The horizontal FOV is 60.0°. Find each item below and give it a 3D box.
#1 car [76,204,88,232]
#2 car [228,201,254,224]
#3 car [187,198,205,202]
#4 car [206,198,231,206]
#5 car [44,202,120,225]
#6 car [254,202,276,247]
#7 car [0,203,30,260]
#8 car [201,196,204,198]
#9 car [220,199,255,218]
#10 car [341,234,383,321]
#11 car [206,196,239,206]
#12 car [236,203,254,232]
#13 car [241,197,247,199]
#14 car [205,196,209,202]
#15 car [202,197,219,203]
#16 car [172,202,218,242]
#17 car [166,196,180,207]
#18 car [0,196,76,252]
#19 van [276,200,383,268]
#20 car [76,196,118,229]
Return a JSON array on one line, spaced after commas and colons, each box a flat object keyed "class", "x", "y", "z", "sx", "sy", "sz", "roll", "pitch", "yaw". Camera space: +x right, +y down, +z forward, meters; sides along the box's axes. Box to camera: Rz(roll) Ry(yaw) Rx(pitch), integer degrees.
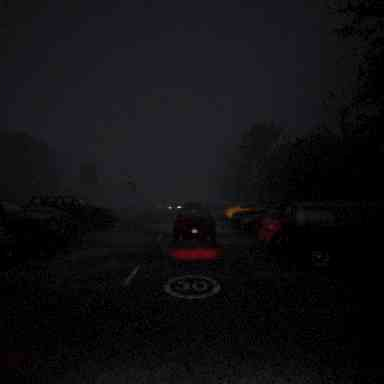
[{"class": "car", "x": -7.978, "y": 1.498, "z": 16.142, "sx": 4.892, "sy": 1.521, "sz": 2.231, "roll": 0, "pitch": 0, "yaw": 0}, {"class": "car", "x": 5.110, "y": 1.519, "z": 21.716, "sx": 5.008, "sy": 1.535, "sz": 2.097, "roll": 0, "pitch": 0, "yaw": 0}, {"class": "car", "x": 0.148, "y": 1.654, "z": 34.951, "sx": 1.837, "sy": 1.490, "sz": 4.892, "roll": 0, "pitch": -1, "yaw": 0}, {"class": "car", "x": 5.193, "y": 1.980, "z": 65.465, "sx": 4.674, "sy": 1.452, "sz": 2.002, "roll": 0, "pitch": -1, "yaw": 0}, {"class": "car", "x": -7.975, "y": 1.539, "z": 24.547, "sx": 4.892, "sy": 1.521, "sz": 2.231, "roll": 0, "pitch": 0, "yaw": 0}, {"class": "car", "x": 5.061, "y": 1.365, "z": 13.361, "sx": 4.553, "sy": 1.767, "sz": 2.185, "roll": 0, "pitch": 0, "yaw": 0}, {"class": "car", "x": -8.022, "y": 1.361, "z": 10.536, "sx": 4.553, "sy": 1.767, "sz": 2.185, "roll": 0, "pitch": 0, "yaw": 0}, {"class": "car", "x": 5.277, "y": 2.063, "z": 89.802, "sx": 4.553, "sy": 1.767, "sz": 2.185, "roll": 0, "pitch": -1, "yaw": 0}, {"class": "car", "x": 5.111, "y": 1.556, "z": 27.284, "sx": 5.008, "sy": 1.535, "sz": 2.097, "roll": 0, "pitch": -1, "yaw": 0}, {"class": "car", "x": 5.084, "y": 1.523, "z": 5.008, "sx": 4.674, "sy": 1.452, "sz": 2.002, "roll": 0, "pitch": 0, "yaw": 0}, {"class": "car", "x": 5.173, "y": 1.881, "z": 55.768, "sx": 4.674, "sy": 1.452, "sz": 2.002, "roll": 0, "pitch": -1, "yaw": 0}, {"class": "car", "x": 5.103, "y": 1.547, "z": 18.929, "sx": 4.674, "sy": 1.452, "sz": 2.002, "roll": 0, "pitch": 0, "yaw": 0}, {"class": "car", "x": 12.175, "y": 1.833, "z": 78.038, "sx": 5.008, "sy": 1.535, "sz": 1.882, "roll": 0, "pitch": -3, "yaw": -4}, {"class": "car", "x": 5.188, "y": 1.873, "z": 58.917, "sx": 5.008, "sy": 1.535, "sz": 2.097, "roll": 0, "pitch": -1, "yaw": 0}, {"class": "car", "x": 5.210, "y": 2.263, "z": 92.970, "sx": 4.674, "sy": 1.452, "sz": 2.002, "roll": 0, "pitch": -1, "yaw": 0}, {"class": "car", "x": 0.113, "y": 1.496, "z": 16.398, "sx": 1.882, "sy": 1.535, "sz": 5.008, "roll": 0, "pitch": 0, "yaw": 0}, {"class": "car", "x": -3.185, "y": 1.900, "z": 61.722, "sx": 1.882, "sy": 1.535, "sz": 5.008, "roll": 0, "pitch": -1, "yaw": 1}, {"class": "car", "x": -7.959, "y": 1.240, "z": 13.337, "sx": 5.566, "sy": 2.045, "sz": 2.435, "roll": 0, "pitch": 0, "yaw": 0}, {"class": "van", "x": 5.206, "y": 1.260, "z": 10.581, "sx": 4.442, "sy": 1.987, "sz": 1.878, "roll": 0, "pitch": 0, "yaw": 0}, {"class": "car", "x": -7.946, "y": 1.270, "z": 21.747, "sx": 5.566, "sy": 2.045, "sz": 2.435, "roll": 0, "pitch": 0, "yaw": 0}]
